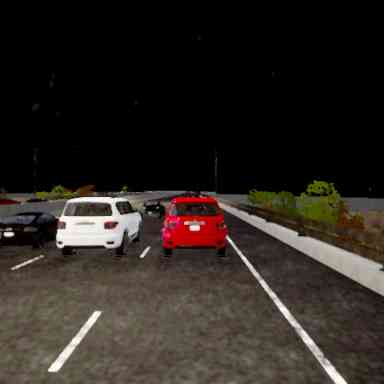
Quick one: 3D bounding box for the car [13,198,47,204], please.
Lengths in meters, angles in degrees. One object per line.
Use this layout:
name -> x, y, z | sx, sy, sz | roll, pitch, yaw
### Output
car -> -17.584, 1.510, 37.393 | 1.837, 1.490, 4.892 | 0, 0, 0

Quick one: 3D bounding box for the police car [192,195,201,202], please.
police car -> 1.063, 1.434, 78.739 | 1.930, 1.638, 5.238 | 0, 0, 0

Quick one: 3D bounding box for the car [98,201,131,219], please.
car -> -6.901, 1.568, 30.126 | 1.994, 1.385, 4.181 | 0, 0, 0

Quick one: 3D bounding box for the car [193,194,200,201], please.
car -> 1.065, 1.463, 88.819 | 1.801, 1.575, 5.366 | 0, 0, 0

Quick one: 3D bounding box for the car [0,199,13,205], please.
car -> -21.083, 1.483, 37.089 | 1.882, 1.535, 5.008 | 0, 0, 0

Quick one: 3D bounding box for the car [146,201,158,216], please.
car -> -3.401, 1.495, 29.484 | 2.128, 1.511, 4.902 | 0, 0, 0

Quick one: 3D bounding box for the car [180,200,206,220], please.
car -> 0.099, 1.495, 29.461 | 2.128, 1.511, 4.902 | 0, 0, 0

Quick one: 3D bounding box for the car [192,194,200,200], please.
car -> 1.066, 1.359, 94.599 | 2.097, 1.767, 4.553 | 0, 0, 0

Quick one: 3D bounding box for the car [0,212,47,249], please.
car -> -6.904, 1.566, 14.594 | 1.994, 1.385, 4.181 | 0, 0, 0

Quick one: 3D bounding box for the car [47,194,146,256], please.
car -> -3.403, 1.224, 13.216 | 2.150, 2.045, 5.566 | 0, 0, 0

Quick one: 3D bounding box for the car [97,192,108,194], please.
car -> -20.987, 0.928, 77.670 | 2.150, 2.045, 5.566 | 0, 0, 0

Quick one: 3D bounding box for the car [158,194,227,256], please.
car -> 0.096, 1.224, 13.189 | 2.150, 2.045, 5.566 | 0, 0, 0
